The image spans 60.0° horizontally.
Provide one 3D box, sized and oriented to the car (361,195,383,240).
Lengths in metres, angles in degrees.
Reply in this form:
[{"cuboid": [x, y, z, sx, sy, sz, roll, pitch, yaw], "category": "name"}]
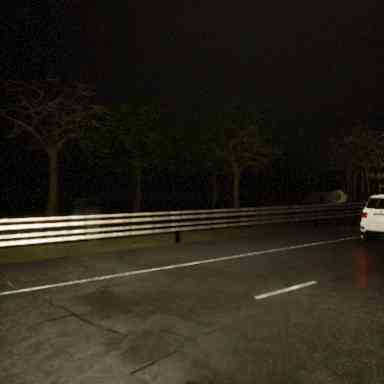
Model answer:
[{"cuboid": [9.884, 1.136, 15.072, 5.566, 2.045, 2.150, 0, 0, -35], "category": "car"}]
